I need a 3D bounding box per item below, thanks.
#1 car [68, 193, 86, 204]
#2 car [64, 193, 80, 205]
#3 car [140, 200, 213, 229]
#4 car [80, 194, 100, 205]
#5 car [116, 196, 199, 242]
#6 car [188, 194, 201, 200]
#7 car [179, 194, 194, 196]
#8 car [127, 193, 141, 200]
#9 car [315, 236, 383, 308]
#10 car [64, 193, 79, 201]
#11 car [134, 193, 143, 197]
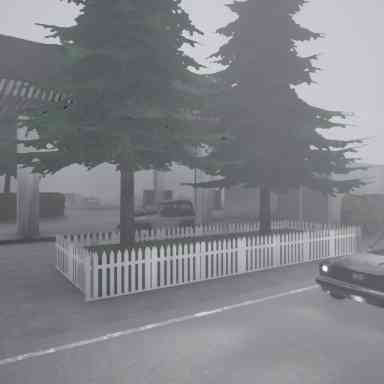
[{"bbox_3d":[-20.871,1.097,60.237,1.932,1.855,4.605,0,0,-34],"label":"car"},{"bbox_3d":[-19.283,1.077,51.859,1.905,1.878,3.866,0,0,-34],"label":"car"},{"bbox_3d":[-1.021,1.480,23.174,4.611,1.667,2.242,0,0,-34],"label":"car"},{"bbox_3d":[-16.171,1.361,53.180,1.970,1.475,3.806,0,0,-34],"label":"car"},{"bbox_3d":[-1.524,1.313,16.060,3.866,1.878,1.905,0,0,-34],"label":"car"},{"bbox_3d":[0.648,1.374,95.582,1.845,1.501,3.633,0,0,-34],"label":"car"},{"bbox_3d":[-1.715,1.319,71.967,1.845,1.501,3.633,0,0,-34],"label":"car"},{"bbox_3d":[-14.942,1.097,85.465,1.932,1.855,4.605,0,0,-34],"label":"car"},{"bbox_3d":[4.828,1.601,7.153,4.718,1.301,1.895,0,0,-33],"label":"car"},{"bbox_3d":[-27.821,1.153,76.477,2.152,1.636,5.027,0,0,-34],"label":"car"},{"bbox_3d":[-10.080,1.298,66.501,2.007,1.523,4.514,0,0,-34],"label":"car"}]
